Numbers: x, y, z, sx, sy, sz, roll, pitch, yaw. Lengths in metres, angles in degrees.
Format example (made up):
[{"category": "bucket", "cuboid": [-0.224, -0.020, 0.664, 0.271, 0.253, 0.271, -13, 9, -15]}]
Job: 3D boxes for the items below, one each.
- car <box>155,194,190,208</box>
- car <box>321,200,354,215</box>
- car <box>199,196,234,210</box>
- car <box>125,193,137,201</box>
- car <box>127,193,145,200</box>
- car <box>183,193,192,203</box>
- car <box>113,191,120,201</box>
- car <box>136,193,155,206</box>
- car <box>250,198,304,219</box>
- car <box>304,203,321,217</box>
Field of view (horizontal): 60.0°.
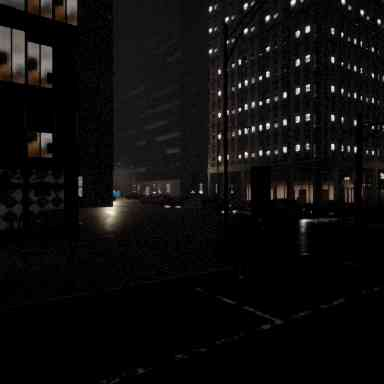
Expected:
[{"category": "car", "cuboid": [-2.469, 1.211, 40.529, 1.802, 1.307, 4.206, 1, 0, -33]}, {"category": "car", "cuboid": [13.047, 1.377, 31.269, 1.802, 1.307, 4.206, 1, 0, -32]}, {"category": "car", "cuboid": [2.716, 1.179, 37.198, 2.128, 1.511, 4.902, 0, 1, -33]}, {"category": "car", "cuboid": [-10.950, 0.831, 62.773, 1.882, 1.535, 5.008, 0, 1, -35]}, {"category": "car", "cuboid": [-11.500, 0.864, 67.811, 1.947, 1.339, 4.313, 1, 0, -36]}, {"category": "car", "cuboid": [-1.852, 0.926, 54.365, 1.967, 1.590, 4.097, 1, 0, -35]}, {"category": "car", "cuboid": [-14.968, 0.919, 58.904, 1.887, 1.381, 4.507, 1, 0, -35]}, {"category": "car", "cuboid": [-5.419, 1.094, 45.025, 1.752, 1.417, 4.829, 1, 0, -33]}, {"category": "car", "cuboid": [6.429, 1.399, 26.575, 1.802, 1.307, 4.206, 1, 0, -32]}, {"category": "car", "cuboid": [8.194, 1.309, 28.517, 1.837, 1.490, 4.892, 0, 1, -32]}]
